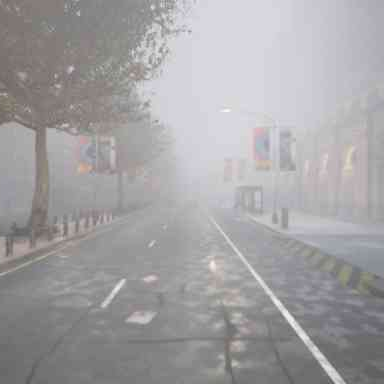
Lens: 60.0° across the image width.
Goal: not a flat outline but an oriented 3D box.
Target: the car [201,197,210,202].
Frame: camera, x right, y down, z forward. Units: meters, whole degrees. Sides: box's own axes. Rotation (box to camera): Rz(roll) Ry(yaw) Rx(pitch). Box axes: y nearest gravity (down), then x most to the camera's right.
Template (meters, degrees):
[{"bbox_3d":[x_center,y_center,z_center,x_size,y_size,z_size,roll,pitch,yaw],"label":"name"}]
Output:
[{"bbox_3d":[3.129,1.740,77.253,1.895,1.301,4.718,0,0,0],"label":"car"}]

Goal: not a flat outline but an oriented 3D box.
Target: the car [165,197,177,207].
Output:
[{"bbox_3d":[-3.485,1.626,55.084,1.837,1.490,4.892,0,0,0],"label":"car"}]

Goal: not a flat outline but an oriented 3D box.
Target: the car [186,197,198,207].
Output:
[{"bbox_3d":[0.016,1.586,54.112,1.882,1.535,5.008,0,0,0],"label":"car"}]
